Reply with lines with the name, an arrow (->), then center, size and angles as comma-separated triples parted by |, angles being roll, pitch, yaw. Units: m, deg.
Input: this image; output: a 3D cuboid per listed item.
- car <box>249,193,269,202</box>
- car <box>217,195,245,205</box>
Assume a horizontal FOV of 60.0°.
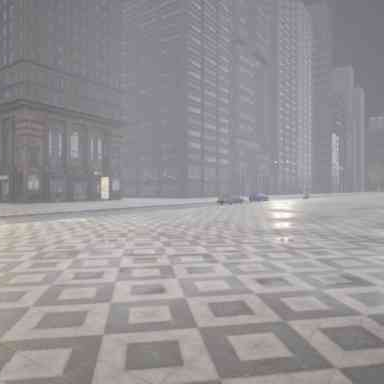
car -> 11.156, 0.913, 55.107 | 1.882, 1.535, 5.008 | 0, 1, 35
car -> 5.541, 1.071, 47.131 | 2.033, 1.411, 5.357 | 0, 1, 36
